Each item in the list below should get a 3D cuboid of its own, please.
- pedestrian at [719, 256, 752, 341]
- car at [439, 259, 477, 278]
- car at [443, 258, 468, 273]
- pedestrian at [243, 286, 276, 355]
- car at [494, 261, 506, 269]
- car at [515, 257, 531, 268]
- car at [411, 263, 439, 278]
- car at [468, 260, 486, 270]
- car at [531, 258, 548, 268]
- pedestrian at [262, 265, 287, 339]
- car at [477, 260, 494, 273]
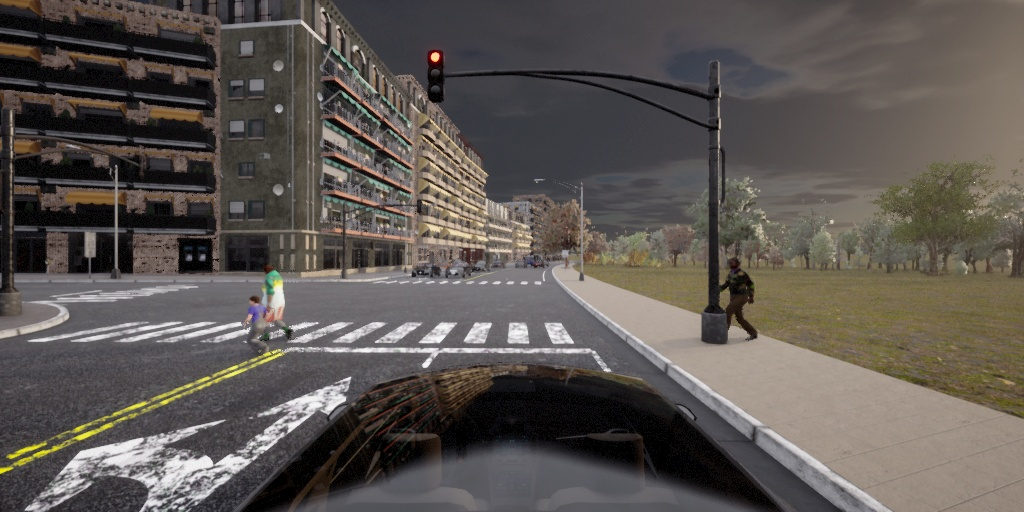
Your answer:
[{"bbox_3d":[4.775,0.893,7.677,0.375,1.860,0.375,0,0,1],"label":"pedestrian"},{"bbox_3d":[-5.131,1.300,34.976,2.128,1.511,4.902,0,0,5],"label":"car"},{"bbox_3d":[-7.271,1.204,46.735,2.097,1.767,4.553,0,0,6],"label":"car"},{"bbox_3d":[-5.136,1.325,7.241,0.375,1.300,0.375,0,0,1],"label":"pedestrian"},{"bbox_3d":[-2.315,1.474,60.090,1.994,1.385,4.181,0,0,8],"label":"car"},{"bbox_3d":[1.739,1.430,64.969,2.128,1.511,4.902,0,0,9],"label":"car"},{"bbox_3d":[-8.361,1.374,35.347,1.994,1.385,4.181,0,0,5],"label":"car"},{"bbox_3d":[-5.723,1.407,59.218,1.837,1.490,4.892,0,0,8],"label":"car"},{"bbox_3d":[5.019,1.445,64.915,1.837,1.490,4.892,0,0,9],"label":"car"},{"bbox_3d":[-5.666,1.046,8.454,0.375,1.860,0.375,0,0,1],"label":"pedestrian"},{"bbox_3d":[-4.022,1.356,46.597,1.837,1.490,4.892,0,0,6],"label":"car"}]
